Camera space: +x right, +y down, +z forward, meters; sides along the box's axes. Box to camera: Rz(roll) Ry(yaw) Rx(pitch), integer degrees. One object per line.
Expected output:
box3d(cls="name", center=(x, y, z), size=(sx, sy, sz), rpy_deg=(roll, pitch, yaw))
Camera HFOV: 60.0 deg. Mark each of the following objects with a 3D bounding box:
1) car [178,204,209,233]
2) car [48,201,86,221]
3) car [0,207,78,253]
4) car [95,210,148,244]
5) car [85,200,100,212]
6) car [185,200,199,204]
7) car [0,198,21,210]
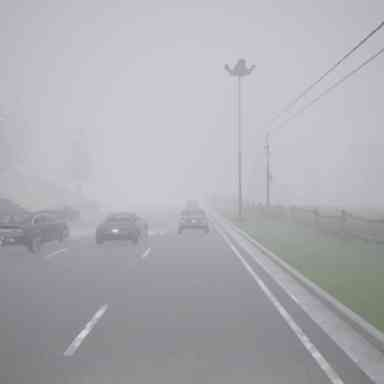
box3d(cls="car", center=(0.094, 1.724, 21.176), size=(2.033, 1.411, 5.357), rpy_deg=(0, 0, 0))
box3d(cls="car", center=(-10.410, 1.699, 26.568), size=(1.882, 1.535, 5.008), rpy_deg=(0, 0, 0))
box3d(cls="car", center=(-6.904, 1.612, 14.255), size=(2.128, 1.511, 4.902), rpy_deg=(0, 0, 0))
box3d(cls="car", center=(-3.404, 1.704, 16.730), size=(1.994, 1.385, 4.181), rpy_deg=(0, 0, 0))
box3d(cls="car", center=(-13.945, 1.854, 45.182), size=(1.882, 1.535, 5.008), rpy_deg=(0, 0, 0))
box3d(cls="car", center=(0.050, 1.909, 48.607), size=(1.837, 1.490, 4.892), rpy_deg=(0, 0, 0))
box3d(cls="car", center=(-13.915, 1.420, 23.707), size=(2.150, 2.045, 5.566), rpy_deg=(0, 0, 0))
